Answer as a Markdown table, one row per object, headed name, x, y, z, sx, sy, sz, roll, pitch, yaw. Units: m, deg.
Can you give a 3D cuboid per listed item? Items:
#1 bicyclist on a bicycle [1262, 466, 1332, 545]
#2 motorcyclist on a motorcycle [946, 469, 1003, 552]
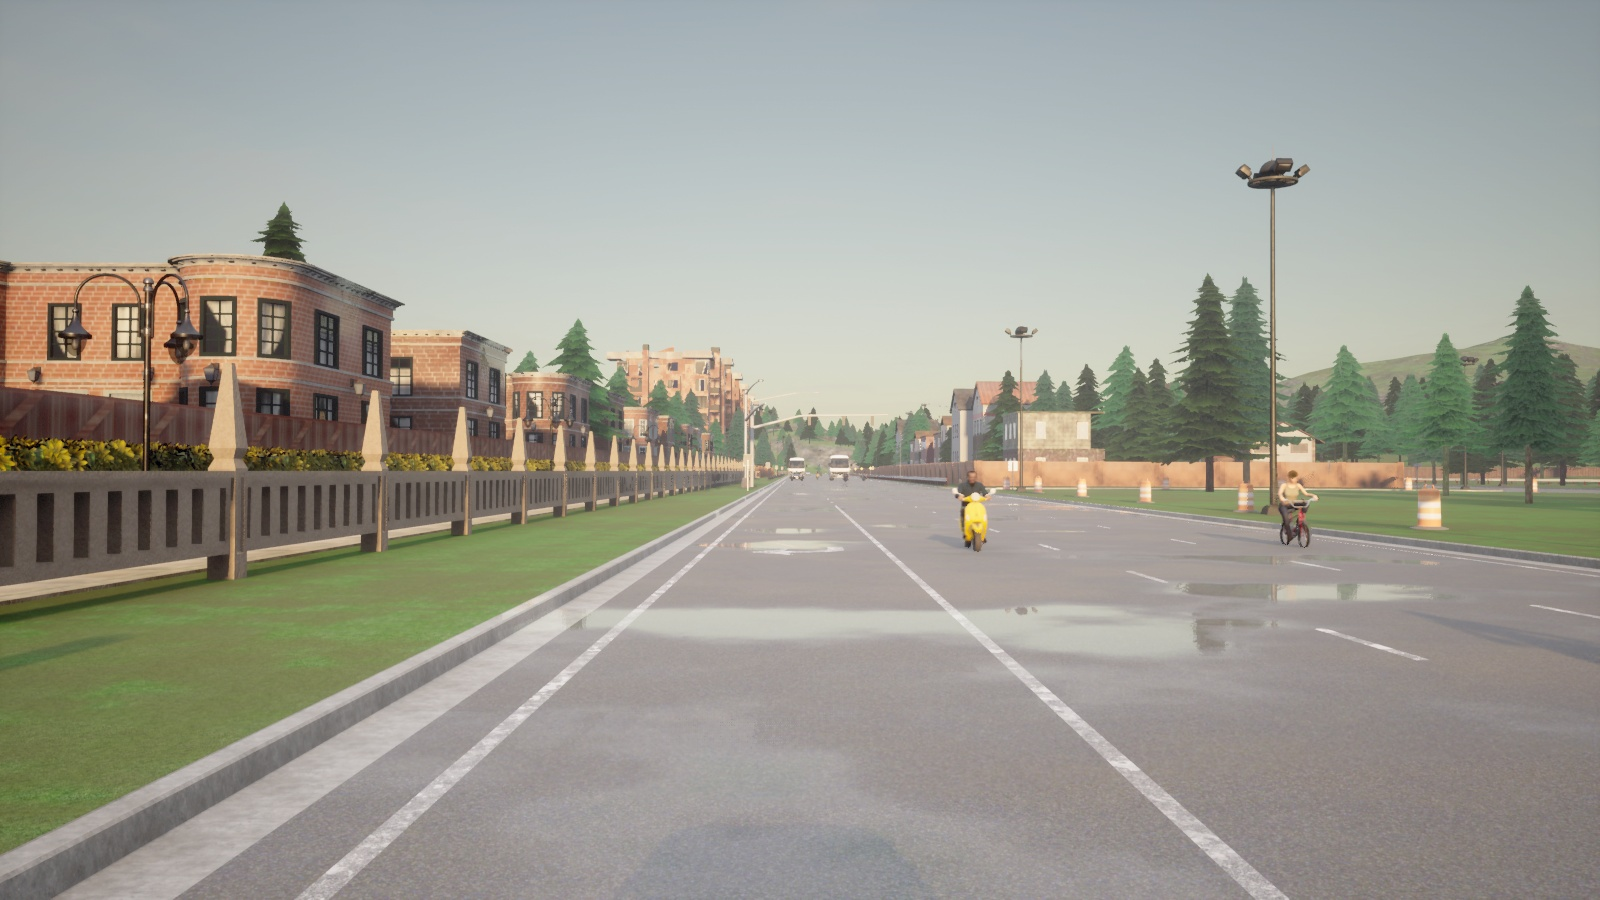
| name | x | y | z | sx | sy | sz | roll | pitch | yaw |
| --- | --- | --- | --- | --- | --- | --- | --- | --- | --- |
| bicyclist on a bicycle | 10.434 | 1.152 | 26.423 | 0.866 | 1.612 | 1.509 | 0 | -1 | 0 |
| motorcyclist on a motorcycle | 3.442 | 1.172 | 24.963 | 0.866 | 1.590 | 1.817 | 0 | -1 | 0 |
